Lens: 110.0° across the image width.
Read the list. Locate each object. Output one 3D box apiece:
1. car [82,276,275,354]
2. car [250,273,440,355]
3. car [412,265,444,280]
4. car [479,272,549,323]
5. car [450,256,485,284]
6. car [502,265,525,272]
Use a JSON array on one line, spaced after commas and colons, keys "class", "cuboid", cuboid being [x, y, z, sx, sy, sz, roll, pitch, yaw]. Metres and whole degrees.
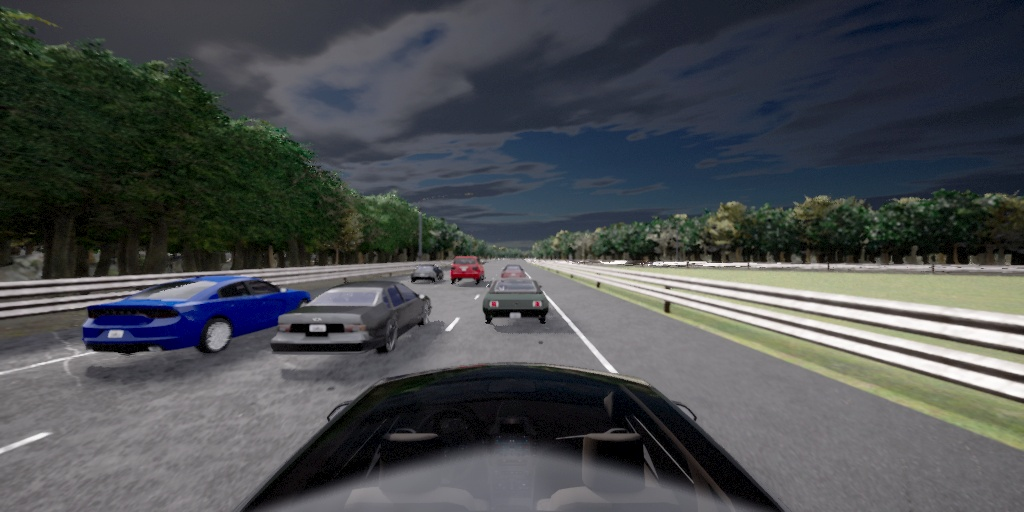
[{"class": "car", "cuboid": [-6.912, 1.218, 8.730, 1.882, 1.535, 5.008, 0, 0, 0]}, {"class": "car", "cuboid": [-3.397, 1.317, 8.776, 2.033, 1.411, 5.357, 0, 0, 0]}, {"class": "car", "cuboid": [-6.890, 1.402, 29.546, 1.994, 1.385, 4.181, 0, 0, 0]}, {"class": "car", "cuboid": [0.103, 1.381, 12.234, 1.895, 1.301, 4.718, 0, 0, 0]}, {"class": "car", "cuboid": [-3.390, 1.053, 27.982, 2.150, 2.045, 5.566, 0, 0, 0]}, {"class": "car", "cuboid": [0.110, 1.401, 29.509, 1.994, 1.385, 4.181, 0, 0, 0]}]
